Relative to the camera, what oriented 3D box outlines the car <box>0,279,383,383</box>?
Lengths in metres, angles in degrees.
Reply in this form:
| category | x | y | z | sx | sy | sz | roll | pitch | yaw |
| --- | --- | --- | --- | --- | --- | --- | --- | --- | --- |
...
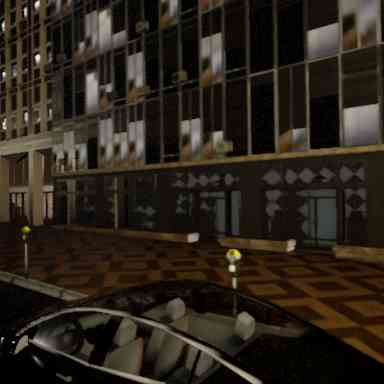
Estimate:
| category | x | y | z | sx | sy | sz | roll | pitch | yaw |
| --- | --- | --- | --- | --- | --- | --- | --- | --- | --- |
| car | -0.486 | 1.569 | 3.234 | 4.313 | 1.339 | 1.947 | 0 | -1 | 36 |
